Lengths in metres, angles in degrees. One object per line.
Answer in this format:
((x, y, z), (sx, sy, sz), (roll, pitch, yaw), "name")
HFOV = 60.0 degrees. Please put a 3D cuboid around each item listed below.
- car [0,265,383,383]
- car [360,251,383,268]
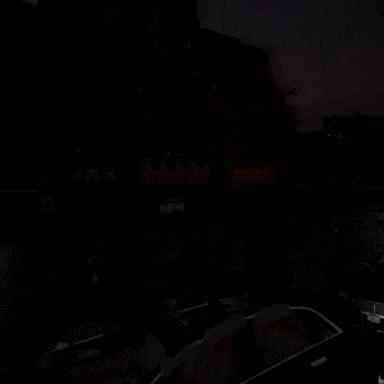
((-0.134, 1.544, 2.739), (4.403, 1.369, 2.008), (0, -1, -35), "car")
((4.305, 1.520, 5.900), (4.403, 1.369, 2.008), (0, -1, -35), "car")
